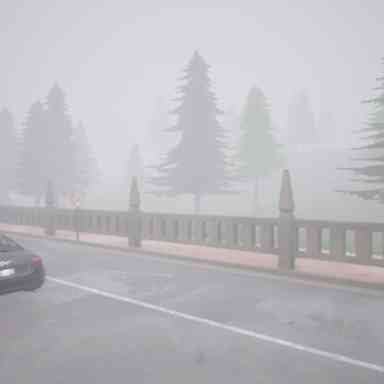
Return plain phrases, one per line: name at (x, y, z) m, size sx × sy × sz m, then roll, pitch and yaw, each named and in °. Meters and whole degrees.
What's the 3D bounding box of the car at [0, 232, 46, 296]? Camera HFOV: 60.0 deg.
car at (-5.358, 1.612, 7.954) m, size 4.181 × 1.385 × 1.994 m, roll 0°, pitch 0°, yaw 37°
